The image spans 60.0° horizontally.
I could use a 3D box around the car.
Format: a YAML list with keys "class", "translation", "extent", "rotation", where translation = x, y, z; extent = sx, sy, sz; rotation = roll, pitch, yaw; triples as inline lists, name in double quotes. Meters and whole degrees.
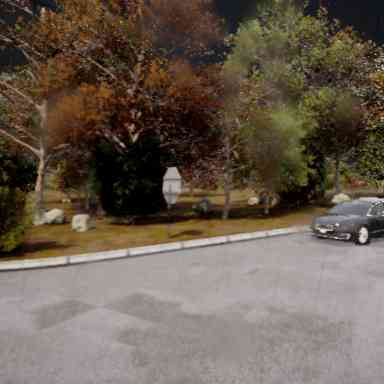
- class: "car"
  translation: [6.627, 1.027, 12.945]
  extent: [4.892, 1.490, 1.837]
  rotation: [-3, 3, -32]
